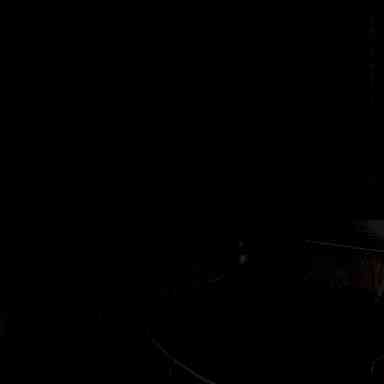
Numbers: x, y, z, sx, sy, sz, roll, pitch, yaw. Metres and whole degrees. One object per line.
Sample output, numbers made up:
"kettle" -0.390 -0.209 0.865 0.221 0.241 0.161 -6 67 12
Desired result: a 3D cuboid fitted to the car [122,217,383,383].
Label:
"car" 1.826 1.283 3.674 5.009 1.841 2.192 0 0 -34
